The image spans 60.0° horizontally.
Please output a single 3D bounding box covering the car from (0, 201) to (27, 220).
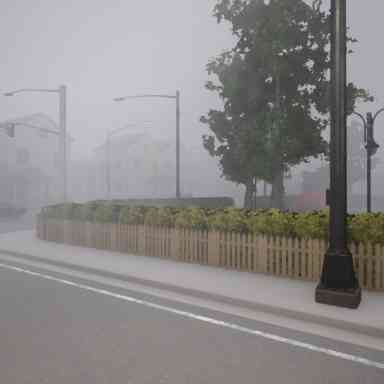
[{"bbox_3d":[-15.621,1.491,26.136,2.128,1.511,4.902,0,0,35],"label":"car"}]

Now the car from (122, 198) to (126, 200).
[{"bbox_3d":[-8.278,1.477,36.714,1.882,1.535,5.008,0,0,35],"label":"car"}]

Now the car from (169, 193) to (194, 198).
[{"bbox_3d":[-1.751,1.222,46.093,2.150,2.045,5.566,0,0,35],"label":"car"}]

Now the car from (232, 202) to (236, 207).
[{"bbox_3d":[4.863,1.564,49.139,1.994,1.385,4.181,0,0,35],"label":"car"}]
